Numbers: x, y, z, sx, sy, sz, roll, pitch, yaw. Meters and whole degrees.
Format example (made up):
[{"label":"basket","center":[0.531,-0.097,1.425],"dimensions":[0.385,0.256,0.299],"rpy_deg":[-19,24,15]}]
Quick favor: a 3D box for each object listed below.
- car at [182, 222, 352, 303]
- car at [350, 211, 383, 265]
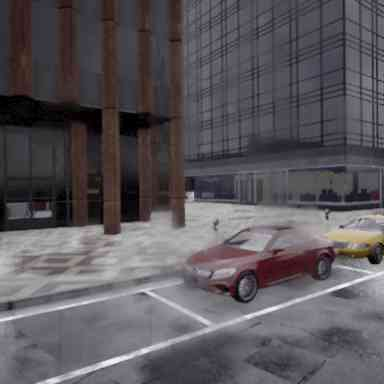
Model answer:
[{"label":"car","center":[1.743,1.487,7.908],"dimensions":[4.206,1.307,1.802],"rpy_deg":[-1,1,-36]},{"label":"car","center":[6.024,1.347,10.975],"dimensions":[4.829,1.417,1.752],"rpy_deg":[-1,1,-36]}]
